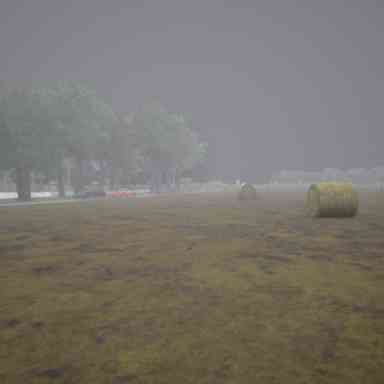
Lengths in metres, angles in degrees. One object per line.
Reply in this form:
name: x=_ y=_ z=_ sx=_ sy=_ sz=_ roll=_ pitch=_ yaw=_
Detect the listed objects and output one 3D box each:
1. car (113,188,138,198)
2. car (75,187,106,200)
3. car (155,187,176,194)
car: x=-12.108 y=0.097 z=60.753 sx=2.097 sy=1.767 sz=4.553 roll=-1 pitch=2 yaw=36
car: x=-17.617 y=0.228 z=57.942 sx=2.150 sy=2.045 sz=5.566 roll=-1 pitch=1 yaw=36
car: x=-5.595 y=-0.285 z=70.013 sx=2.033 sy=1.411 sz=5.357 roll=-1 pitch=2 yaw=35
